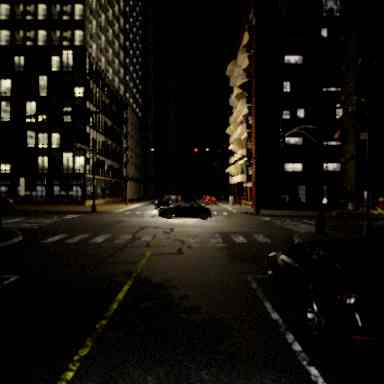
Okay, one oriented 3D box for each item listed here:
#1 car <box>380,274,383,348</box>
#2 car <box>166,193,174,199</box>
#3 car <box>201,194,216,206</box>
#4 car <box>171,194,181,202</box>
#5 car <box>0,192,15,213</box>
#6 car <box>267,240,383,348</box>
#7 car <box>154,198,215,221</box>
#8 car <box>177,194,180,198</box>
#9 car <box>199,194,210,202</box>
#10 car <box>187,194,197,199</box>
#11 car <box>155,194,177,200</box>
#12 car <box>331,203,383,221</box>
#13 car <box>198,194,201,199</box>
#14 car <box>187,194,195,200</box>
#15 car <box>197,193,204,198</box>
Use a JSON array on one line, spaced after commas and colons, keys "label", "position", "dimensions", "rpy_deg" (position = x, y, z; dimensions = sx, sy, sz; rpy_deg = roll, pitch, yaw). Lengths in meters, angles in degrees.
[{"label": "car", "position": [2.691, 1.521, 0.735], "dimensions": [1.752, 1.417, 4.829], "rpy_deg": [0, 0, 0]}, {"label": "car", "position": [-5.914, 1.092, 89.408], "dimensions": [2.008, 1.369, 4.403], "rpy_deg": [0, 0, 0]}, {"label": "car", "position": [2.620, 1.322, 48.270], "dimensions": [1.802, 1.307, 4.206], "rpy_deg": [0, 0, 0]}, {"label": "car", "position": [-3.171, 1.121, 67.750], "dimensions": [1.882, 1.535, 5.008], "rpy_deg": [0, 0, 0]}, {"label": "car", "position": [-17.764, 0.868, 28.255], "dimensions": [5.009, 1.841, 2.192], "rpy_deg": [1, -1, -1]}, {"label": "car", "position": [2.677, 1.530, 6.248], "dimensions": [1.947, 1.339, 4.313], "rpy_deg": [0, 0, 0]}, {"label": "car", "position": [-0.547, 1.443, 25.844], "dimensions": [4.181, 1.385, 1.994], "rpy_deg": [1, 0, -1]}, {"label": "car", "position": [-3.216, 1.232, 48.221], "dimensions": [2.128, 1.511, 4.902], "rpy_deg": [0, 0, 0]}, {"label": "car", "position": [2.524, 1.199, 66.835], "dimensions": [2.008, 1.369, 4.403], "rpy_deg": [0, 0, 0]}, {"label": "car", "position": [-0.072, 1.213, 66.229], "dimensions": [1.994, 1.385, 4.181], "rpy_deg": [0, 0, 0]}, {"label": "car", "position": [-3.193, 1.138, 39.172], "dimensions": [2.097, 1.767, 4.553], "rpy_deg": [0, 0, 0]}, {"label": "car", "position": [14.571, 1.675, 28.619], "dimensions": [4.829, 1.417, 1.752], "rpy_deg": [1, -1, -1]}, {"label": "car", "position": [2.537, 1.227, 61.187], "dimensions": [2.008, 1.369, 4.403], "rpy_deg": [0, 0, 0]}, {"label": "car", "position": [-0.203, 1.131, 81.274], "dimensions": [1.994, 1.385, 4.181], "rpy_deg": [0, 0, 0]}, {"label": "car", "position": [2.452, 1.098, 95.078], "dimensions": [1.802, 1.307, 4.206], "rpy_deg": [0, 0, 0]}]
